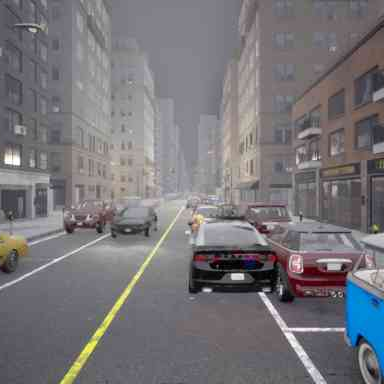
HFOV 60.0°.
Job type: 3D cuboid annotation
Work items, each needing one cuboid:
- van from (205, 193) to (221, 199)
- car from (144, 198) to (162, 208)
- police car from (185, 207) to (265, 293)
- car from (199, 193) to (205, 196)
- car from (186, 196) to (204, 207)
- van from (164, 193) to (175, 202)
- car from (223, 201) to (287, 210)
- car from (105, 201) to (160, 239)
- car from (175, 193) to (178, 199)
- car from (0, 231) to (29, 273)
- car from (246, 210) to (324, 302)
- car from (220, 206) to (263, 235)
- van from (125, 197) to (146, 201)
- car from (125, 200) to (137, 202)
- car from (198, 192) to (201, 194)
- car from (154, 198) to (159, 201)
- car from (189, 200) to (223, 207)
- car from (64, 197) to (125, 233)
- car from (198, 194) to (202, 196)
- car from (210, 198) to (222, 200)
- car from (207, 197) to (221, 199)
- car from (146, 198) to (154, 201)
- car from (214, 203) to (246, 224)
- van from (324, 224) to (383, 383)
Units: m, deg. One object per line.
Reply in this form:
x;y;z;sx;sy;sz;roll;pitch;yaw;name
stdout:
2.890;1.330;42.255;1.690;1.788;3.998;0;0;0;van
-5.605;1.533;47.951;2.008;1.369;4.403;0;0;0;car
0.842;1.425;8.984;1.930;1.638;5.238;0;0;-1;police car
3.064;1.390;75.119;1.967;1.590;4.097;0;0;0;car
0.238;1.551;44.122;1.994;1.385;4.181;0;0;1;car
-5.461;1.291;75.147;1.690;1.788;3.998;0;0;0;van
2.739;1.314;13.908;2.192;1.841;5.009;0;0;0;car
-2.909;1.476;17.655;1.882;1.535;5.008;0;0;0;car
-5.402;1.248;86.319;2.192;1.841;5.009;0;0;0;car
-5.817;1.525;8.104;1.752;1.417;4.829;0;0;0;car
2.709;1.440;8.239;1.967;1.590;4.097;0;0;0;car
2.769;1.564;19.577;1.947;1.339;4.313;0;0;0;car
-5.696;1.338;30.946;1.690;1.788;3.998;0;0;0;van
-5.726;1.549;25.278;2.008;1.369;4.403;0;0;0;car
3.124;1.248;86.289;2.192;1.841;5.009;0;0;0;car
-5.637;1.514;42.114;1.752;1.417;4.829;0;0;0;car
0.886;1.454;19.079;1.801;1.575;5.366;0;0;0;car
-5.756;1.313;19.610;2.192;1.841;5.009;0;0;0;car
0.279;1.454;53.157;1.882;1.535;5.008;0;0;0;car
2.830;1.548;30.915;2.008;1.369;4.403;0;0;0;car
2.860;1.576;36.585;1.802;1.307;4.206;0;0;0;car
-5.667;1.520;36.445;1.752;1.417;4.829;0;0;0;car
2.799;1.564;25.246;1.947;1.339;4.313;0;0;0;car
2.679;1.341;2.569;1.690;1.788;3.998;0;0;0;van
